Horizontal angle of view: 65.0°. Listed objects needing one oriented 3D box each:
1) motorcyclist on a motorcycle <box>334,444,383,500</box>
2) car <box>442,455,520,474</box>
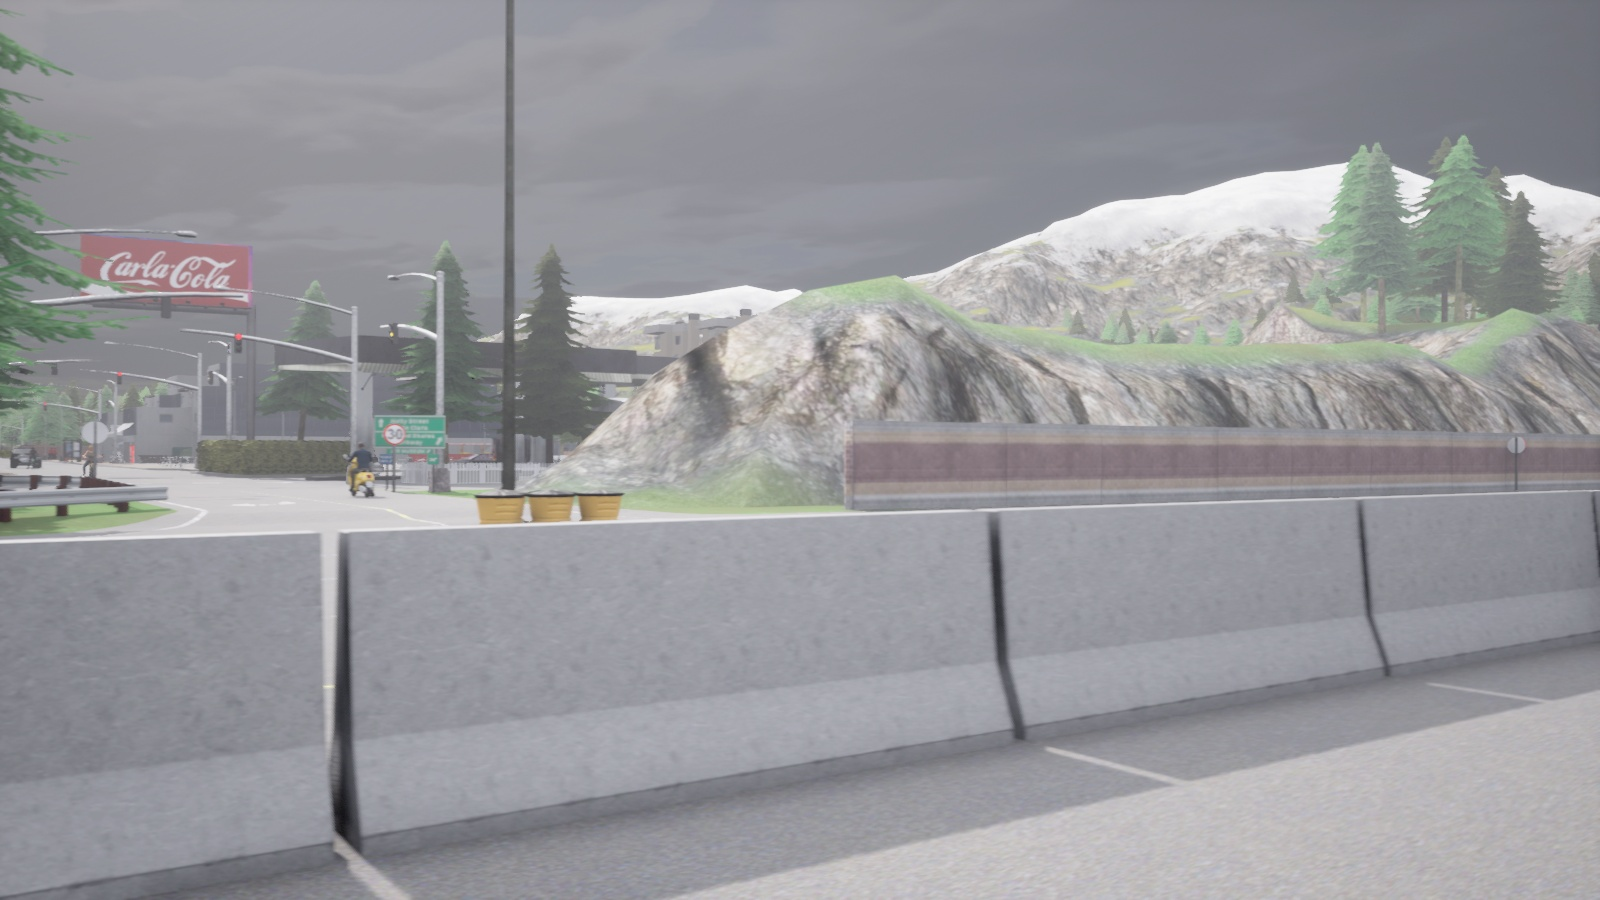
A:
[{"bbox_3d":[-12.707,0.618,36.119,0.866,1.590,1.817,0,0,-36],"label":"motorcyclist on a motorcycle"},{"bbox_3d":[-24.060,1.071,94.783,5.357,1.411,2.033,0,0,-35],"label":"car"}]
